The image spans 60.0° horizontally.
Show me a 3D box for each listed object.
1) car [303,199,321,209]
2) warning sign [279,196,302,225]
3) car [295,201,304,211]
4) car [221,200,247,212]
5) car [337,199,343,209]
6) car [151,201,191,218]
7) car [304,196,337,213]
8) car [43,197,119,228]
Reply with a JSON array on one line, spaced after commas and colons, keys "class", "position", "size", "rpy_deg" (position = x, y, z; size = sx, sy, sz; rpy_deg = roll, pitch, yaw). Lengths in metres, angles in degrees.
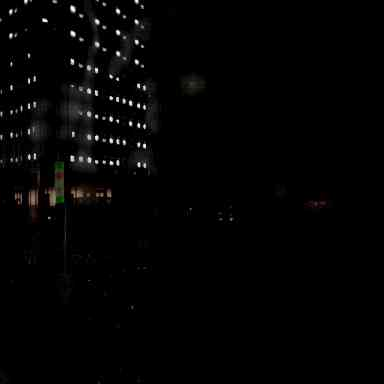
[{"class": "car", "position": [19.136, 1.879, 52.758], "size": [1.812, 1.442, 4.674], "rpy_deg": [0, 0, 31]}, {"class": "warning sign", "position": [6.804, 1.250, 22.976], "size": [1.300, 1.860, 1.060], "rpy_deg": [0, 0, 34]}, {"class": "car", "position": [14.118, 1.900, 44.697], "size": [1.895, 1.301, 4.718], "rpy_deg": [0, -1, 33]}, {"class": "car", "position": [5.539, 1.773, 43.709], "size": [1.882, 1.535, 5.008], "rpy_deg": [0, 0, 34]}, {"class": "car", "position": [21.914, 1.816, 51.071], "size": [1.882, 1.535, 5.008], "rpy_deg": [0, 0, 31]}, {"class": "car", "position": [-1.943, 1.716, 32.697], "size": [1.837, 1.490, 4.892], "rpy_deg": [0, 0, 35]}, {"class": "car", "position": [16.400, 1.501, 42.254], "size": [2.150, 2.045, 5.566], "rpy_deg": [0, -1, 34]}, {"class": "car", "position": [-7.813, 1.366, 24.113], "size": [2.150, 2.045, 5.566], "rpy_deg": [0, -1, 34]}]
